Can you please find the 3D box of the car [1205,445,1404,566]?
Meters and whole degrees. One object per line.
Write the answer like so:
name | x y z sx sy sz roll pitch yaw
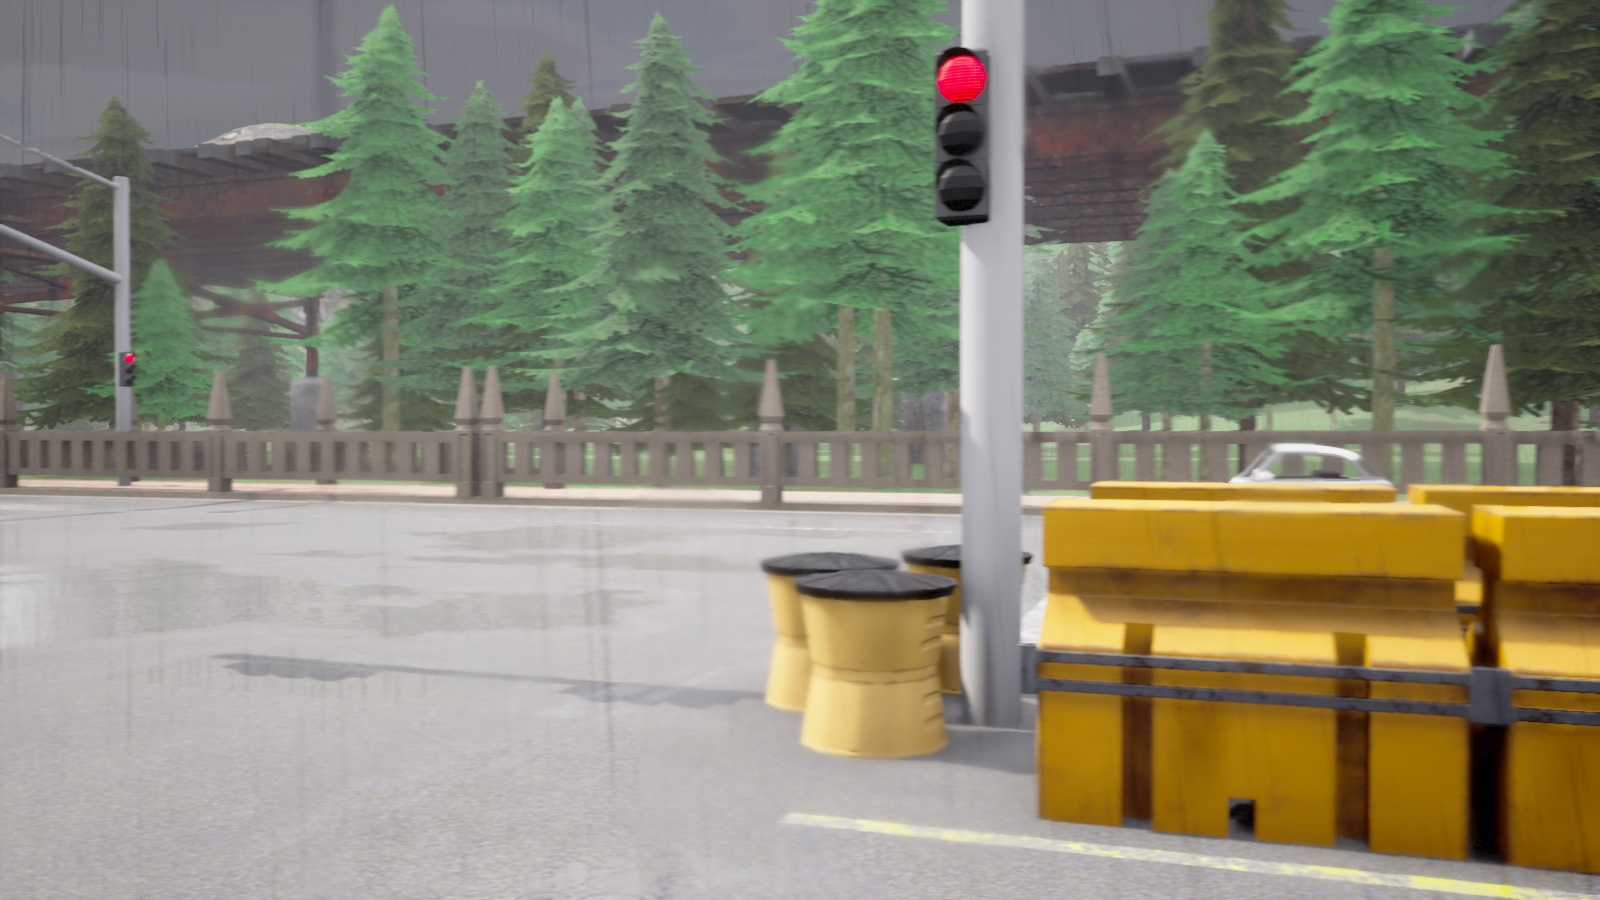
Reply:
car | 6.296 0.652 15.845 2.207 1.376 1.481 1 1 19
